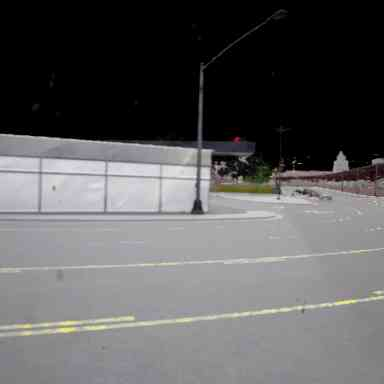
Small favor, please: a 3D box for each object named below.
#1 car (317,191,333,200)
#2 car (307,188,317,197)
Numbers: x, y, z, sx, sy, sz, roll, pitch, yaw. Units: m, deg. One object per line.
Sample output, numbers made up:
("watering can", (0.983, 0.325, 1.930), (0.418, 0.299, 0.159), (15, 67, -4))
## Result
("car", (26.310, 0.787, 65.386), (1.812, 1.442, 4.674), (2, 1, 13))
("car", (30.017, 0.359, 81.234), (2.097, 1.767, 4.553), (2, 1, 13))
